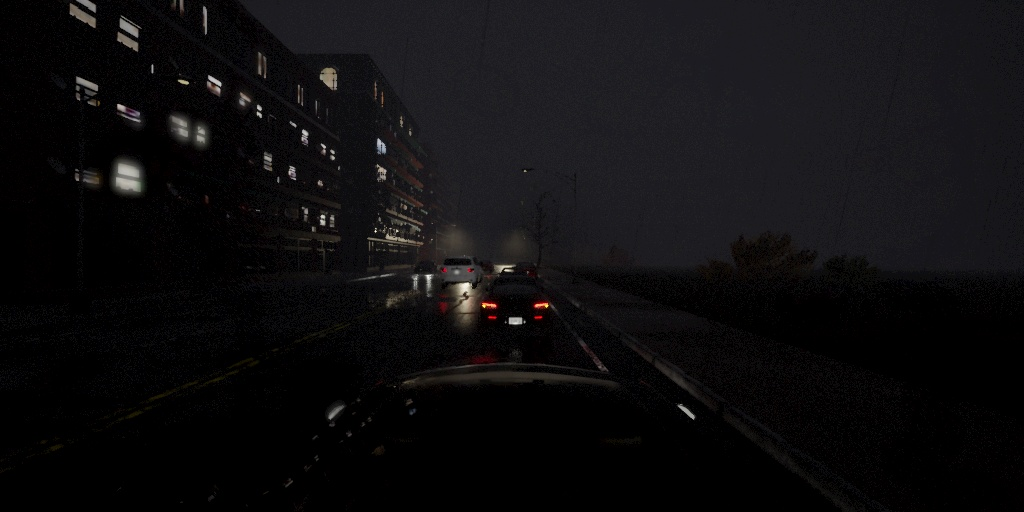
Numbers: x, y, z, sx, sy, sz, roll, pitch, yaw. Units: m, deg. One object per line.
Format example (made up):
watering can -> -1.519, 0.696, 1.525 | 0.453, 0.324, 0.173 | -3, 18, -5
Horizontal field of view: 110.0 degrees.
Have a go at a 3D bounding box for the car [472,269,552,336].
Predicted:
car -> 0.074, 1.277, 10.267 | 1.812, 1.442, 4.674 | 0, 0, 0

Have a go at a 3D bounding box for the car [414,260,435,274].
car -> -9.934, 1.258, 41.480 | 1.837, 1.490, 4.892 | 0, 0, 0

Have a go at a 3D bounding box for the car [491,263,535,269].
car -> 0.062, 1.317, 20.434 | 1.994, 1.385, 4.181 | 0, 0, 0

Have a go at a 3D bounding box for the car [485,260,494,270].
car -> -3.235, 1.231, 43.231 | 1.882, 1.535, 5.008 | 0, 0, 0

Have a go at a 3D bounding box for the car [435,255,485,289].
car -> -3.196, 0.977, 23.436 | 2.150, 2.045, 5.566 | 0, 0, 0

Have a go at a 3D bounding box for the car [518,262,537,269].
car -> 1.079, 1.231, 29.962 | 1.882, 1.535, 5.008 | 0, 0, 0
